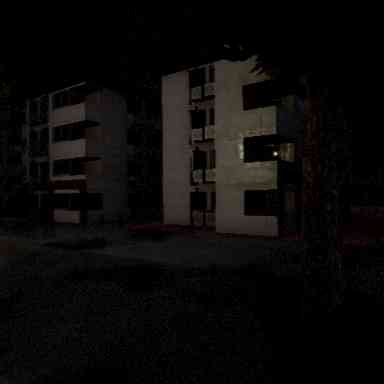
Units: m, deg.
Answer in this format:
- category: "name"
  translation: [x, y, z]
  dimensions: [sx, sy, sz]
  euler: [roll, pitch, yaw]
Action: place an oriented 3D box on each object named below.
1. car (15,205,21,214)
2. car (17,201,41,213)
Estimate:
- category: "car"
  translation: [-19.795, 2.227, 42.657]
  dimensions: [4.974, 1.542, 2.038]
  euler: [0, -1, -25]
- category: "car"
  translation: [-21.876, 2.022, 44.562]
  dimensions: [1.845, 1.501, 3.633]
  euler: [0, -1, -43]
